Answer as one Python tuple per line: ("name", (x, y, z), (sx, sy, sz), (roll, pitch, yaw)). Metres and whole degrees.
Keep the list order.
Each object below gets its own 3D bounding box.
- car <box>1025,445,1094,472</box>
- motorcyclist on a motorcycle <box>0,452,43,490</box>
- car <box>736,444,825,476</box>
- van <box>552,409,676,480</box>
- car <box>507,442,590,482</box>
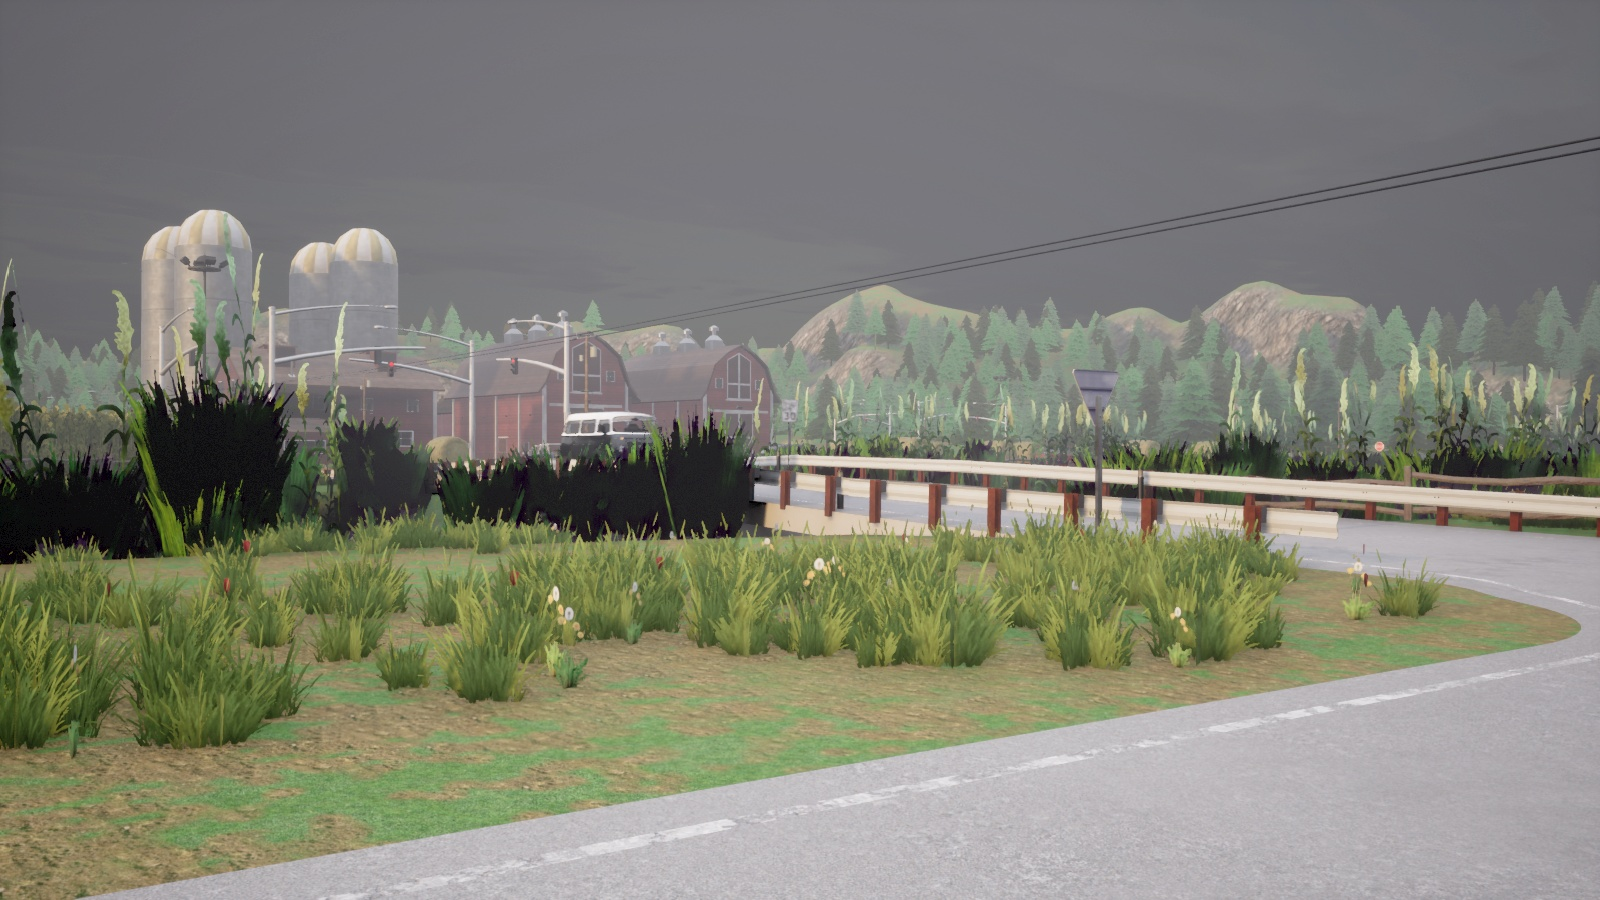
("car", (20.166, 0.624, 97.393), (5.566, 2.045, 2.150), (0, 0, -38))
("motorcyclist on a motorcycle", (-34.404, 0.902, 54.729), (2.350, 1.649, 0.766), (0, 0, -41))
("car", (-1.209, 0.629, 80.770), (5.566, 2.045, 2.150), (0, 0, -38))
("van", (-5.793, -0.142, 38.641), (2.069, 2.038, 4.480), (0, 0, -33))
("car", (-10.347, 0.507, 51.584), (1.970, 1.475, 3.806), (0, -3, -35))
